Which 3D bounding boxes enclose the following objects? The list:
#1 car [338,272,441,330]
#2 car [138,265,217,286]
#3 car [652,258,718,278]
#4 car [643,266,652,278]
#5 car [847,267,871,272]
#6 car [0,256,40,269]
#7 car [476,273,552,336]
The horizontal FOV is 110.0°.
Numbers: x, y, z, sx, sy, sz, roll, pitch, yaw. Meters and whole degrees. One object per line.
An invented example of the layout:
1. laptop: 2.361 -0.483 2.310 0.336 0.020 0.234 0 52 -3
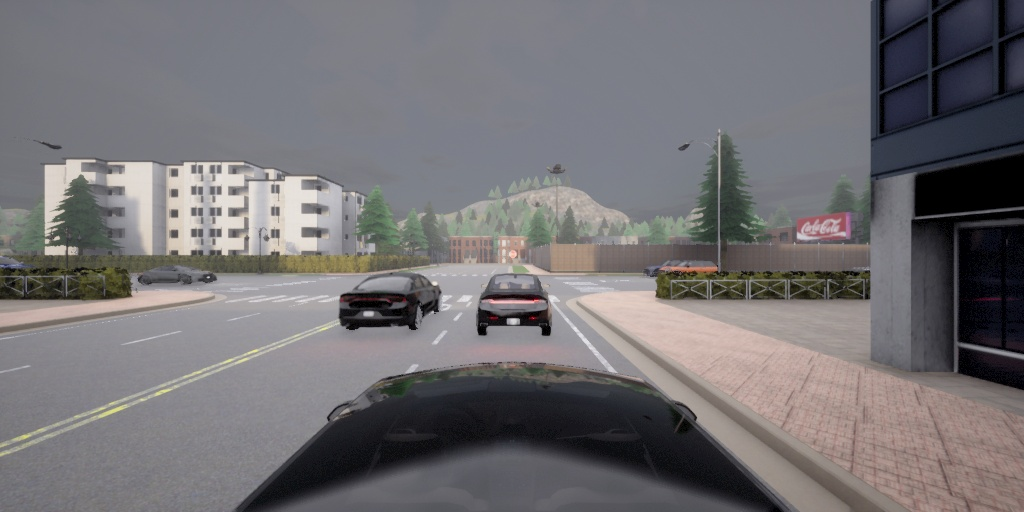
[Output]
1. car: -3.470 1.228 11.098 1.882 1.535 5.008 0 0 -1
2. car: -23.282 1.313 25.077 4.181 1.385 1.994 0 0 -2
3. car: 14.096 1.103 28.752 4.553 1.767 2.097 0 0 0
4. car: 14.271 1.102 32.251 4.553 1.767 2.097 0 0 0
5. car: 32.967 1.351 32.113 4.718 1.301 1.895 0 0 1
6. car: -36.462 0.970 25.009 5.566 2.045 2.150 0 0 0
7. car: 0.092 1.242 10.383 2.128 1.511 4.902 0 0 1
